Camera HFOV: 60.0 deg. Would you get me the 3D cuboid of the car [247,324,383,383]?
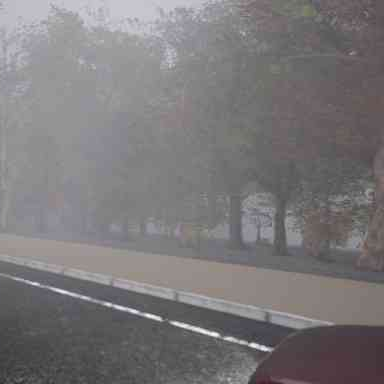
[{"bbox_3d":[2.347,1.557,2.010,4.181,1.385,1.994,-1,0,35],"label":"car"}]
